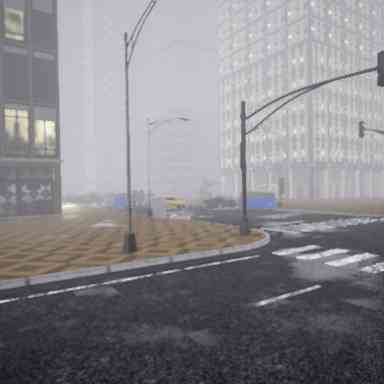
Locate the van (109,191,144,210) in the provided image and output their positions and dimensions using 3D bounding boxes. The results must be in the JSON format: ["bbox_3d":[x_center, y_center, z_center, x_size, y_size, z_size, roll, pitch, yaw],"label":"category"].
[{"bbox_3d":[-7.148,1.003,36.082,1.690,1.788,3.998,-1,1,-34],"label":"van"}]

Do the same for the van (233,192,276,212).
[{"bbox_3d":[6.076,0.873,31.621,1.690,1.788,3.998,-1,1,-34],"label":"van"}]

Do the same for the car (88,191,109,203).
[{"bbox_3d":[-15.434,1.012,53.224,1.837,1.490,4.892,-2,1,-33],"label":"car"}]

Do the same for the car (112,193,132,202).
[{"bbox_3d":[-12.539,0.906,59.150,1.887,1.381,4.507,-1,1,-34],"label":"car"}]

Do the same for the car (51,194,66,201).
[{"bbox_3d":[-25.670,1.069,63.679,1.802,1.307,4.206,-1,1,-34],"label":"car"}]

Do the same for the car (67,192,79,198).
[{"bbox_3d":[-31.160,0.708,86.885,1.752,1.417,4.829,-1,1,-34],"label":"car"}]

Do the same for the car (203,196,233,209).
[{"bbox_3d":[2.916,1.050,36.171,1.887,1.381,4.507,-1,1,-34],"label":"car"}]

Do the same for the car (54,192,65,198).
[{"bbox_3d":[-35.074,0.773,87.885,1.994,1.385,4.181,-2,1,-34],"label":"car"}]

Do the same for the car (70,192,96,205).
[{"bbox_3d":[-16.408,1.141,49.882,1.947,1.339,4.313,-1,1,-34],"label":"car"}]

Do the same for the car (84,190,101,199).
[{"bbox_3d":[-21.805,0.588,72.944,2.192,1.841,5.009,-1,1,-34],"label":"car"}]

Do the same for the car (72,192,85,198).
[{"bbox_3d":[-27.977,0.764,82.145,2.008,1.369,4.403,-1,1,-34],"label":"car"}]

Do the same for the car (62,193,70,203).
[{"bbox_3d":[-19.495,1.097,54.480,2.008,1.369,4.403,-1,1,-34],"label":"car"}]

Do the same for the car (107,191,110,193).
[{"bbox_3d":[-15.630,0.647,63.746,2.192,1.841,5.009,-1,1,-34],"label":"car"}]

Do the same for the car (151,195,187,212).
[{"bbox_3d":[-2.373,1.107,33.618,1.882,1.535,5.008,-2,1,-34],"label":"car"}]
